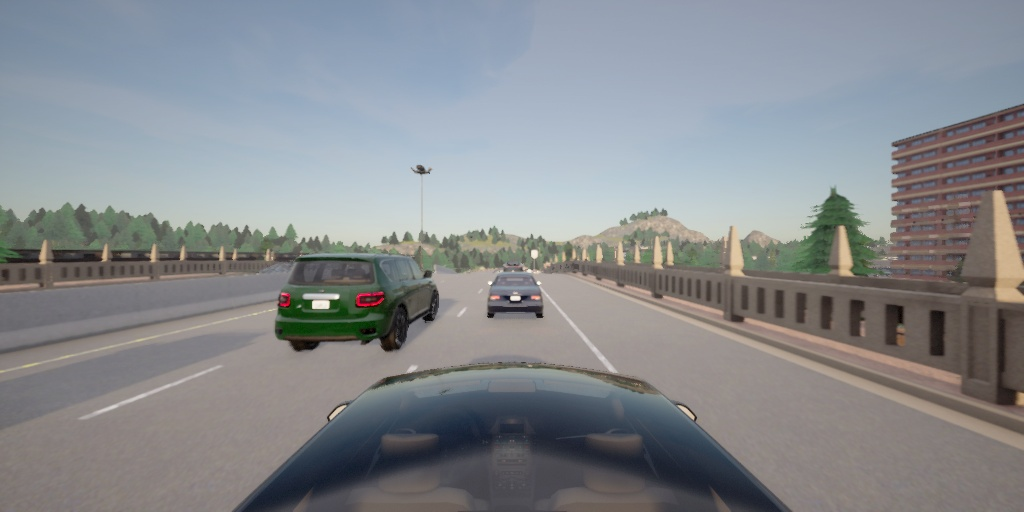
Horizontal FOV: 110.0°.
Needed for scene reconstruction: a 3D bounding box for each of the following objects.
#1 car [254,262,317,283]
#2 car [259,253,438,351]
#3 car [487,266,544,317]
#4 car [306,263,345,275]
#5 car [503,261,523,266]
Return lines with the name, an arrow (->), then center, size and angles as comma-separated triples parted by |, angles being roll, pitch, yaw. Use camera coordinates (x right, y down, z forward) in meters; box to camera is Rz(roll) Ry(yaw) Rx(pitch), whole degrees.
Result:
car -> -17.530, 1.194, 28.073 | 1.837, 1.490, 4.892 | 0, 0, 1
car -> -3.401, 0.954, 9.060 | 2.150, 2.045, 5.566 | 0, 0, 0
car -> 0.098, 1.272, 12.986 | 2.033, 1.411, 5.357 | 0, 0, 0
car -> -21.002, 1.453, 40.579 | 1.895, 1.301, 4.718 | 0, -2, 0
car -> 0.098, 1.181, 34.895 | 2.128, 1.511, 4.902 | 0, 0, 0
